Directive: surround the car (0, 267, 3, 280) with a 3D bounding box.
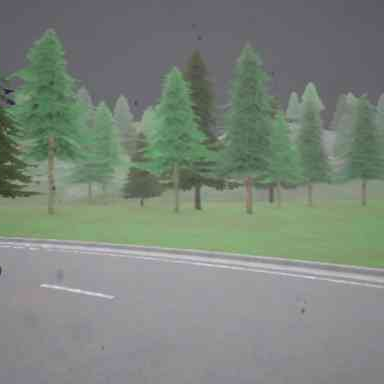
[{"bbox_3d":[-6.785,1.519,7.326,5.357,1.411,2.033,0,1,20],"label":"car"}]
